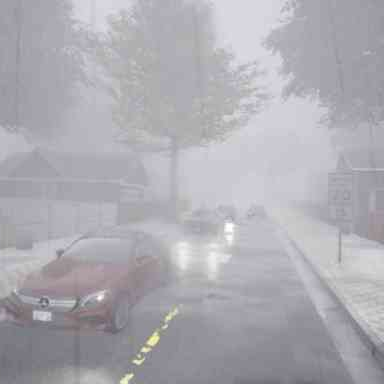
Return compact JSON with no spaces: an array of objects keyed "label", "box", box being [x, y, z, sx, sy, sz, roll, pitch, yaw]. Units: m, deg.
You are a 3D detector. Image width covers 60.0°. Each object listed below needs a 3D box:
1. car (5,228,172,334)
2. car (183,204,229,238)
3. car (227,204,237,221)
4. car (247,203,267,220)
[{"label":"car","box":[-1.690,1.559,7.068,1.812,1.442,4.674,1,-1,11]},{"label":"car","box":[0.802,1.710,19.511,1.882,1.535,5.008,1,-1,11]},{"label":"car","box":[3.287,1.914,31.795,2.128,1.511,4.902,1,-1,12]},{"label":"car","box":[6.679,2.133,34.181,1.895,1.301,4.718,1,0,12]}]
